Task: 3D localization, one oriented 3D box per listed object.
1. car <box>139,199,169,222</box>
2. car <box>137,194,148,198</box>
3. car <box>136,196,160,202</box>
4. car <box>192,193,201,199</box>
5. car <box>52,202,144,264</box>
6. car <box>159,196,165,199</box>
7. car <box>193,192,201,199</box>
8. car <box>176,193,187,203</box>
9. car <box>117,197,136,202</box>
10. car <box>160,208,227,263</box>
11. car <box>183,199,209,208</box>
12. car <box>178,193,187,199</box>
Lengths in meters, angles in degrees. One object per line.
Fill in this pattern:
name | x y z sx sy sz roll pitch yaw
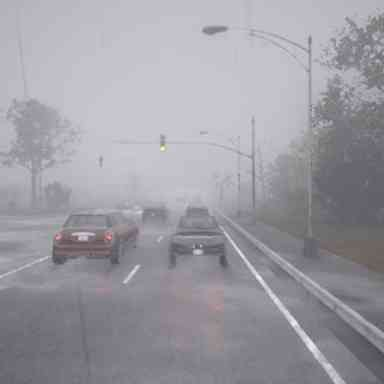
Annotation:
car | -3.064 1.674 28.840 1.882 1.535 5.008 0 0 1
car | -9.607 1.517 64.315 2.150 2.045 5.566 0 2 1
car | -6.422 1.823 48.931 2.128 1.511 4.902 0 0 1
car | 1.024 1.541 71.582 2.033 1.411 5.357 0 3 1
car | -3.298 1.437 12.261 2.097 1.767 4.553 0 0 1
car | -6.121 1.646 64.330 2.097 1.767 4.553 0 2 1
car | 1.192 0.899 82.003 1.812 1.442 4.674 0 3 1
car | -2.469 1.507 72.054 1.812 1.442 4.674 0 3 1
car | -9.920 1.684 49.006 2.097 1.767 4.553 0 0 1
car | 0.200 1.576 12.265 2.128 1.511 4.902 0 0 1
car | 0.440 1.676 29.017 1.882 1.535 5.008 0 0 1
car | -2.307 0.968 82.092 1.895 1.301 4.718 0 3 1
